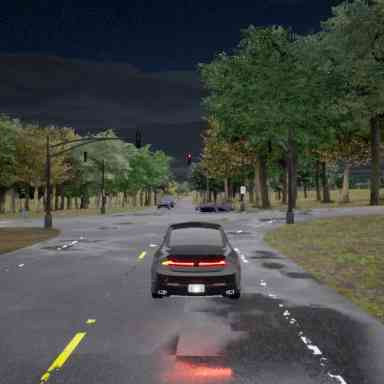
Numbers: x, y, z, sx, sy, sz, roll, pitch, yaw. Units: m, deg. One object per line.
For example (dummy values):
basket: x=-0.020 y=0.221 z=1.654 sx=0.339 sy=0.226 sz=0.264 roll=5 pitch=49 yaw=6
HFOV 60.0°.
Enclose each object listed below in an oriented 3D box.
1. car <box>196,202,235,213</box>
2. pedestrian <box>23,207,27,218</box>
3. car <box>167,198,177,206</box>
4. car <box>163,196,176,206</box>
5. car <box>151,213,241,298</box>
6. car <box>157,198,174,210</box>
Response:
car: x=2.462 y=1.743 z=36.721 sx=1.895 sy=1.301 sz=4.718 roll=-1 pitch=-2 yaw=-38
pedestrian: x=-18.115 y=2.203 z=36.069 sx=0.375 sy=1.300 sz=0.375 roll=0 pitch=1 yaw=2
car: x=-4.815 y=2.393 z=80.647 sx=2.097 sy=1.767 sz=4.553 roll=0 pitch=-2 yaw=-1
car: x=-4.410 y=1.802 z=60.090 sx=2.150 sy=2.045 sz=5.566 roll=0 pitch=-1 yaw=-2
car: x=0.083 y=1.508 z=8.477 sx=1.837 sy=1.490 sz=4.892 roll=0 pitch=0 yaw=0
car: x=-4.204 y=2.007 z=50.223 sx=1.895 sy=1.301 sz=4.718 roll=0 pitch=-1 yaw=-1
